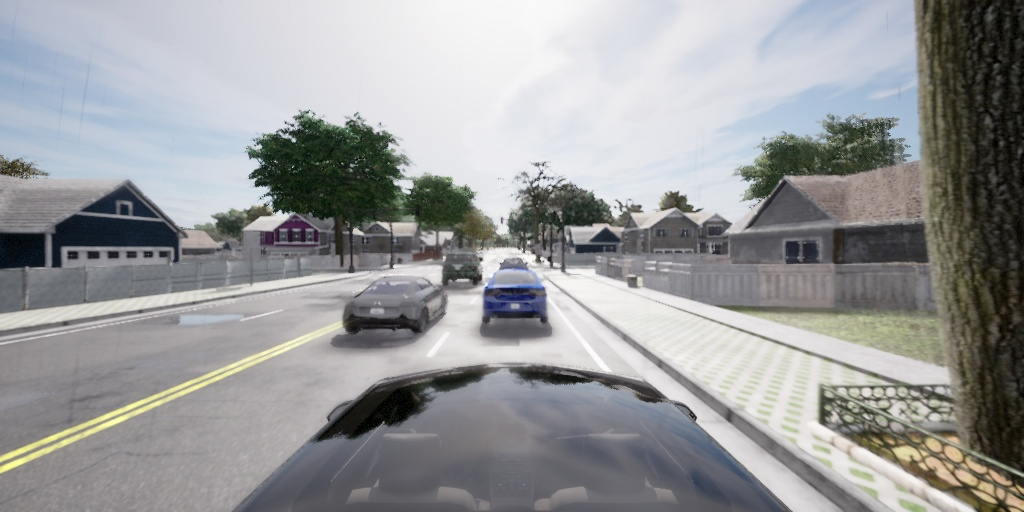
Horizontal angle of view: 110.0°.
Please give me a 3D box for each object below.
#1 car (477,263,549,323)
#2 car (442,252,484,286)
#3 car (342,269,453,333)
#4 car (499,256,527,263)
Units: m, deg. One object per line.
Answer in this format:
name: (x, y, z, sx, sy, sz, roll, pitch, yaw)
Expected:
car: (0.097, 1.154, 11.822, 1.882, 1.535, 5.008, 0, 0, 0)
car: (-3.148, 0.766, 23.486, 2.150, 2.045, 5.566, 0, 1, 0)
car: (-3.155, 1.253, 10.456, 1.994, 1.385, 4.181, 0, 0, 1)
car: (0.104, 0.861, 25.973, 2.097, 1.767, 4.553, 0, 1, 0)
